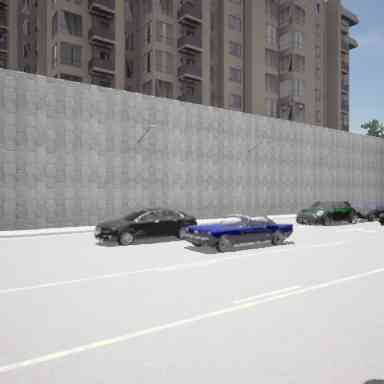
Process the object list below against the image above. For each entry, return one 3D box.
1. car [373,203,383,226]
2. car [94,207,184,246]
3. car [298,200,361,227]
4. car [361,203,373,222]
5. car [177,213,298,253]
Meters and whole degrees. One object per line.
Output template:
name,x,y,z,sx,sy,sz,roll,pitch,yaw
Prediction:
car,14.379,1.564,22.298,4.181,1.385,1.994,0,0,-34
car,-2.002,1.505,15.336,4.892,1.490,1.837,0,0,-34
car,9.317,1.351,23.078,4.553,1.767,2.097,0,0,-34
car,14.269,1.554,26.355,5.357,1.411,2.033,0,0,-34
car,1.980,1.601,13.819,4.718,1.301,1.895,0,0,-34
